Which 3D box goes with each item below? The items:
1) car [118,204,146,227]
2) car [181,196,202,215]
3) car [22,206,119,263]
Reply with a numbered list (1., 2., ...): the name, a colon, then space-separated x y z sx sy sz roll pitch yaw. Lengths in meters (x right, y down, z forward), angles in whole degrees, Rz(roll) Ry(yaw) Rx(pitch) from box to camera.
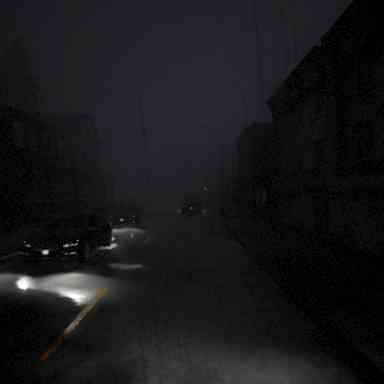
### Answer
1. car: -4.177 1.453 21.707 1.994 1.385 4.181 0 0 0
2. car: -0.048 1.397 31.892 1.994 1.385 4.181 0 0 0
3. car: -4.147 1.446 11.801 1.837 1.490 4.892 0 0 0
